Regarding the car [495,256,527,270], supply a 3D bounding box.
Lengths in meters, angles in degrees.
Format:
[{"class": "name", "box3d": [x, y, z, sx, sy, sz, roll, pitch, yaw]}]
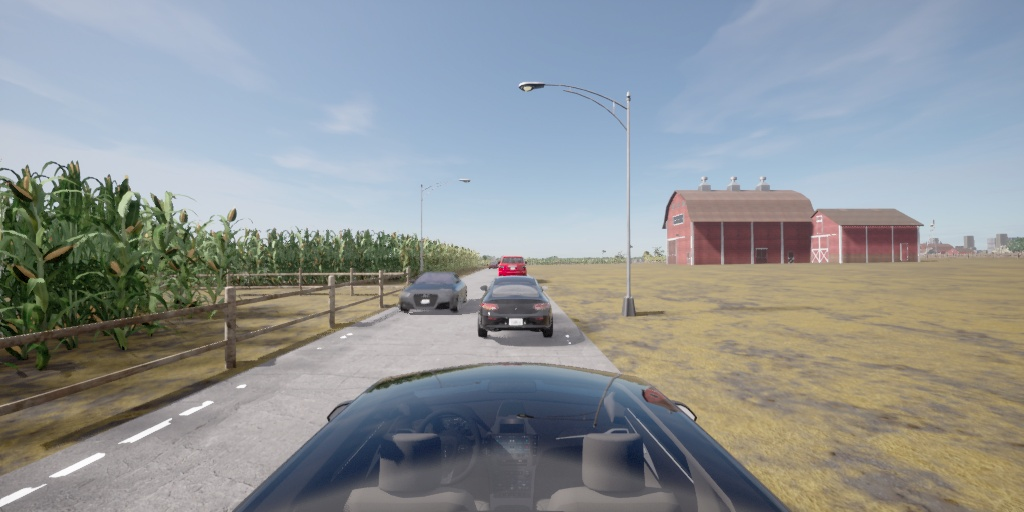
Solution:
[{"class": "car", "box3d": [0.045, 0.995, 28.635, 2.150, 2.045, 5.566, 0, 0, 0]}]

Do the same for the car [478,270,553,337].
[{"class": "car", "box3d": [0.071, 1.280, 10.150, 1.812, 1.442, 4.674, 0, 0, 0]}]

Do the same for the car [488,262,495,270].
[{"class": "car", "box3d": [-2.863, 1.623, 57.910, 1.895, 1.301, 4.718, 0, -1, 0]}]

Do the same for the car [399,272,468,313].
[{"class": "car", "box3d": [-2.875, 1.322, 13.900, 1.994, 1.385, 4.181, 0, 0, 0]}]
